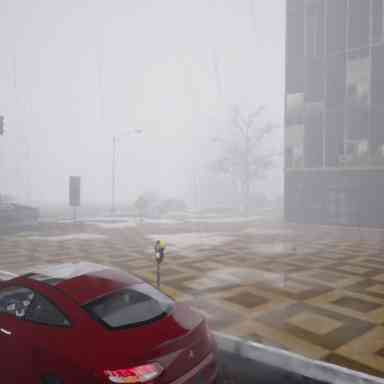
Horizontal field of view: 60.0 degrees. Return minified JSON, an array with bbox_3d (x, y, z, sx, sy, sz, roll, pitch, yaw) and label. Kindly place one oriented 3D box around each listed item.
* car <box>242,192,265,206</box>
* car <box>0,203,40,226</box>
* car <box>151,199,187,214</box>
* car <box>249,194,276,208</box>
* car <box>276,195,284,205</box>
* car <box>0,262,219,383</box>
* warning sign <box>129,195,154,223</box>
[{"bbox_3d":[9.928,1.101,52.586,2.150,2.045,5.566,1,1,35],"label":"car"},{"bbox_3d":[-12.055,1.447,20.759,2.128,1.511,4.902,1,1,34],"label":"car"},{"bbox_3d":[-2.313,1.453,34.940,1.812,1.442,4.674,1,1,34],"label":"car"},{"bbox_3d":[9.709,1.467,46.892,1.812,1.442,4.674,1,1,35],"label":"car"},{"bbox_3d":[15.268,1.274,55.067,2.097,1.767,4.553,1,1,34],"label":"car"},{"bbox_3d":[-1.660,1.581,4.209,4.206,1.307,1.802,0,1,36],"label":"car"},{"bbox_3d":[-3.488,1.141,22.950,1.300,1.860,1.060,1,1,34],"label":"warning sign"}]
